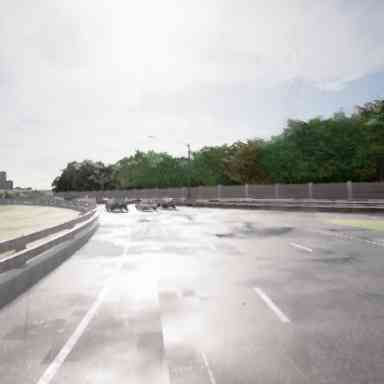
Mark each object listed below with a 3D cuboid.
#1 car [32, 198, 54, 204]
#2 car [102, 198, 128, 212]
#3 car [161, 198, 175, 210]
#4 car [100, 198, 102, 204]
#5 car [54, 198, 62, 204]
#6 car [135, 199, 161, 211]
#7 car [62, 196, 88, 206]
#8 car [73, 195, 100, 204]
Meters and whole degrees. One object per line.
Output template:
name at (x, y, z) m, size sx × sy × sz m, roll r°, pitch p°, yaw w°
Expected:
car at (-34.544, 2.129, 76.183) m, size 5.357 × 1.411 × 2.033 m, roll -1°, pitch 0°, yaw 39°
car at (-9.886, 1.571, 43.431) m, size 2.097 × 1.767 × 4.553 m, roll -1°, pitch 0°, yaw -25°
car at (-3.980, 1.665, 47.271) m, size 1.837 × 1.490 × 4.892 m, roll 0°, pitch 0°, yaw -26°
car at (-18.709, 1.939, 69.983) m, size 1.994 × 1.385 × 4.181 m, roll -1°, pitch 0°, yaw -42°
car at (-32.495, 2.124, 79.055) m, size 4.181 × 1.385 × 1.994 m, roll -1°, pitch 0°, yaw 39°
car at (-6.113, 1.776, 43.632) m, size 1.895 × 1.301 × 4.718 m, roll -1°, pitch 0°, yaw -24°
car at (-22.581, 1.965, 63.919) m, size 2.033 × 1.411 × 5.357 m, roll -1°, pitch 0°, yaw -40°
car at (-21.632, 1.642, 68.028) m, size 2.150 × 2.045 × 5.566 m, roll -1°, pitch 0°, yaw -42°
